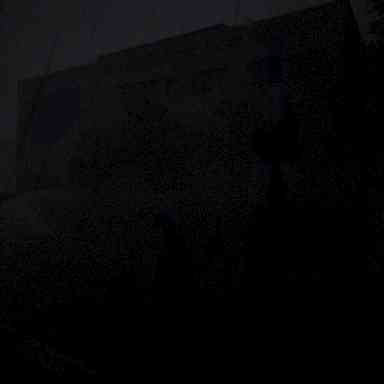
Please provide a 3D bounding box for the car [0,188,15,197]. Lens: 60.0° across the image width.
[{"bbox_3d":[-30.265,0.102,55.989,2.033,1.411,5.357,4,1,36],"label":"car"}]
